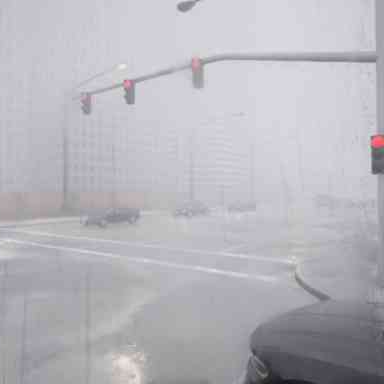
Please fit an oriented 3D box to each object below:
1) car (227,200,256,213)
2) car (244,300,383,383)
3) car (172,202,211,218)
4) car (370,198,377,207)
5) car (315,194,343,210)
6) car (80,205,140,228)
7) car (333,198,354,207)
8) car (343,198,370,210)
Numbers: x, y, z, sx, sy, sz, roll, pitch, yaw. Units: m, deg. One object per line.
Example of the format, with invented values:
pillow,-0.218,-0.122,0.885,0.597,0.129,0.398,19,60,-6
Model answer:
car,6.169,1.698,41.052,1.882,1.535,5.008,-1,0,36
car,2.753,1.465,2.232,5.008,1.535,1.882,-1,0,38
car,-0.002,1.727,32.598,1.837,1.490,4.892,-1,0,36
car,27.995,1.653,52.867,1.994,1.385,4.181,-1,0,36
car,18.798,1.354,46.184,2.150,2.045,5.566,-1,0,36
car,-5.932,1.716,24.461,2.128,1.511,4.902,-1,0,34
car,25.022,1.678,54.748,2.033,1.411,5.357,-1,0,37
car,22.186,1.691,44.888,1.895,1.301,4.718,-1,0,36
